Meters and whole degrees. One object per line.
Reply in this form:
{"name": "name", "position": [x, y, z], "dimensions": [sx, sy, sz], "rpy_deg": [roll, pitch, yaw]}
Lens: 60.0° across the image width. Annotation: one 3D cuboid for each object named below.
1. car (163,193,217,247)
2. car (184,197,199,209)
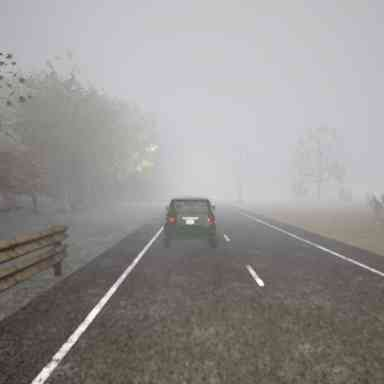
{"name": "car", "position": [-0.067, 1.204, 15.062], "dimensions": [2.150, 2.045, 5.566], "rpy_deg": [0, 0, 0]}
{"name": "car", "position": [-0.079, 1.437, 45.014], "dimensions": [1.837, 1.490, 4.892], "rpy_deg": [0, 0, 0]}
